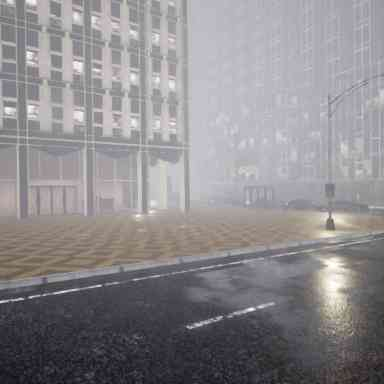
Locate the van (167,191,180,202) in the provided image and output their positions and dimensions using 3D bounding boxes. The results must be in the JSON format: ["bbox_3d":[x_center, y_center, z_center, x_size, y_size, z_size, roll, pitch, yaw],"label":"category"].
[{"bbox_3d":[-3.403,0.935,59.862,1.690,1.788,3.998,0,1,-34],"label":"van"}]

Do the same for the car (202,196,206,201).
[{"bbox_3d":[3.527,1.041,64.575,1.802,1.307,4.206,-1,1,-34],"label":"car"}]

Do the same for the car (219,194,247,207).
[{"bbox_3d":[6.138,1.318,45.736,1.947,1.339,4.313,-1,1,-34],"label":"car"}]

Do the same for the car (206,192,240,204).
[{"bbox_3d":[4.850,1.158,52.339,1.837,1.490,4.892,-1,1,-34],"label":"car"}]

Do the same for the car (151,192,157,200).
[{"bbox_3d":[-9.795,1.038,69.265,2.008,1.369,4.403,0,1,-34],"label":"car"}]

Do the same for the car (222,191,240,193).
[{"bbox_3d":[6.010,0.799,56.297,2.150,2.045,5.566,-1,1,-34],"label":"car"}]

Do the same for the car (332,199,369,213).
[{"bbox_3d":[16.412,1.404,35.309,1.994,1.385,4.181,-1,1,-34],"label":"car"}]

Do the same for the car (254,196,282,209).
[{"bbox_3d":[9.285,1.386,41.003,1.802,1.307,4.206,-1,1,-34],"label":"car"}]

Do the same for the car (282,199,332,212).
[{"bbox_3d":[12.466,1.422,36.291,1.947,1.339,4.313,-1,1,-34],"label":"car"}]

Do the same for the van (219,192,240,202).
[{"bbox_3d":[6.722,0.853,59.872,1.690,1.788,3.998,-1,1,-34],"label":"van"}]

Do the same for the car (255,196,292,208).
[{"bbox_3d":[10.675,1.273,43.745,1.812,1.442,4.674,-1,1,-34],"label":"car"}]

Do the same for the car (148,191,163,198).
[{"bbox_3d":[-9.255,0.684,83.374,1.967,1.590,4.097,0,1,-34],"label":"car"}]

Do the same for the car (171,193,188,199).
[{"bbox_3d":[-2.864,0.934,73.976,1.802,1.307,4.206,0,1,-34],"label":"car"}]
